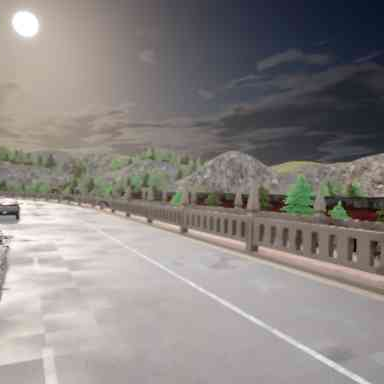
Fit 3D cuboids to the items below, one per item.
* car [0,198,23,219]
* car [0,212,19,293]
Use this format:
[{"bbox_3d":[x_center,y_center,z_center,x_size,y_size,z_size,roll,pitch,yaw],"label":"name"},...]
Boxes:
[{"bbox_3d":[-14.258,1.238,25.692,2.128,1.511,4.902,2,-1,-26],"label":"car"},{"bbox_3d":[-5.467,1.436,7.961,2.033,1.411,5.357,2,-1,-26],"label":"car"}]
